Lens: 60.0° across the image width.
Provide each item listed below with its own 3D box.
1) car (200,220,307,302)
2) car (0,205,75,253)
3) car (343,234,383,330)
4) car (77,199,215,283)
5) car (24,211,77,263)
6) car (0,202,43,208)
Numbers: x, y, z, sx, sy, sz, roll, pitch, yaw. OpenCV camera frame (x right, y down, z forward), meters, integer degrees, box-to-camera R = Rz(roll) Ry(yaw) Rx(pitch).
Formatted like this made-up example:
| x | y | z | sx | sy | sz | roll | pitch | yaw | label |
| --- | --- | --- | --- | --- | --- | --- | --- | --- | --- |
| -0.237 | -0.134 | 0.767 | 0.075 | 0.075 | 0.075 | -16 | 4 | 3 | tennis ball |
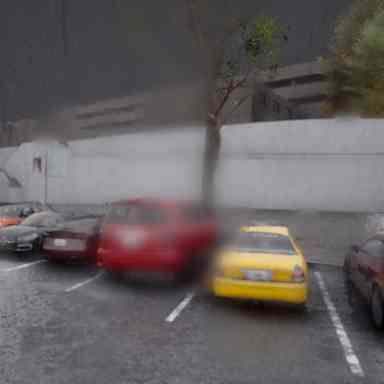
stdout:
| x | y | z | sx | sy | sz | roll | pitch | yaw | label |
| --- | --- | --- | --- | --- | --- | --- | --- | --- | --- |
| 1.833 | 1.484 | 8.377 | 1.946 | 1.575 | 5.366 | 0 | -1 | 15 | car |
| -5.566 | 1.480 | 13.394 | 2.231 | 1.521 | 4.892 | 1 | -1 | 15 | car |
| 4.233 | 1.527 | 6.457 | 2.002 | 1.452 | 4.674 | 0 | -1 | 15 | car |
| -0.659 | 1.231 | 9.961 | 2.435 | 2.045 | 5.566 | 0 | -1 | 15 | car |
| -3.116 | 1.509 | 11.689 | 2.163 | 1.488 | 4.792 | 0 | -1 | 15 | car |
| -8.011 | 1.354 | 15.149 | 2.185 | 1.767 | 4.553 | 0 | -1 | 15 | car |
